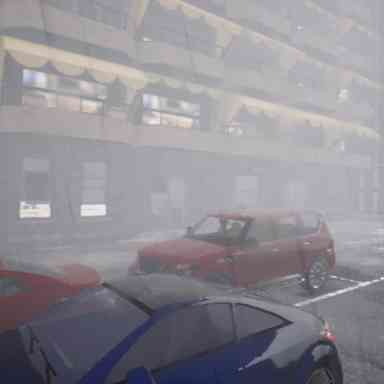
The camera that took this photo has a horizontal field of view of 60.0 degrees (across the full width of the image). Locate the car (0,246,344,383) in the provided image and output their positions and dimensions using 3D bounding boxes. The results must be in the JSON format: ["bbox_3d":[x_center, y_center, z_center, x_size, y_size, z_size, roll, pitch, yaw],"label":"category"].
[{"bbox_3d":[-0.506,1.562,3.010,4.181,1.385,1.994,0,0,-36],"label":"car"}]

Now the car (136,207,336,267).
[{"bbox_3d":[1.160,1.312,7.371,5.009,1.841,2.192,0,1,-36],"label":"car"}]

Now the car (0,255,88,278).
[{"bbox_3d":[-3.374,1.545,4.139,4.507,1.381,1.887,0,1,-36],"label":"car"}]
